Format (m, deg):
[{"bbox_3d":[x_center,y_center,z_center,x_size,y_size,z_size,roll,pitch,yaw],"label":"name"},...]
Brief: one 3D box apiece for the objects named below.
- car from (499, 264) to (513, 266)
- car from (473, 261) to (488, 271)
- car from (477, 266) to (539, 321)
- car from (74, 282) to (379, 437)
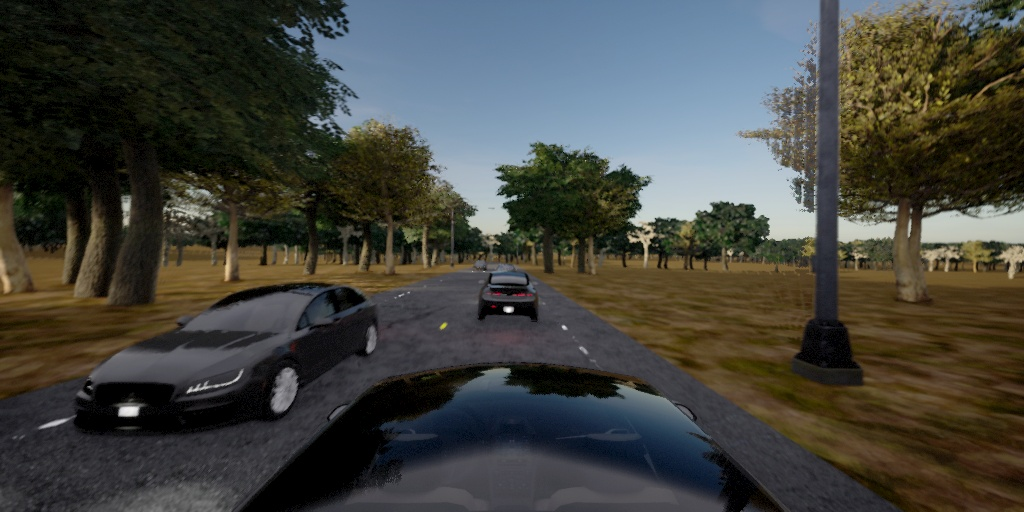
[{"bbox_3d":[-0.533,1.385,31.385,2.033,1.411,5.357,2,0,-1],"label":"car"},{"bbox_3d":[-4.638,1.437,52.803,1.837,1.490,4.892,-1,0,-1],"label":"car"},{"bbox_3d":[-0.142,1.273,12.549,1.837,1.490,4.892,2,0,-1],"label":"car"},{"bbox_3d":[-3.723,1.241,5.869,1.837,1.490,4.892,1,0,-1],"label":"car"}]
